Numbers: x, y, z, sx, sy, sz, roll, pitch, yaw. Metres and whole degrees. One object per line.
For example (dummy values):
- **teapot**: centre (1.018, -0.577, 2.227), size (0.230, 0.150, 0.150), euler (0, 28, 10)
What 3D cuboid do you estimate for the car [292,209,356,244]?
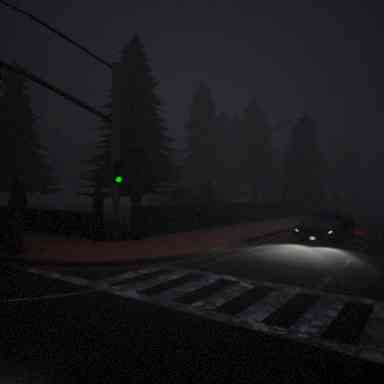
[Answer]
- **car**: centre (6.581, 1.551, 16.129), size (2.033, 1.411, 5.357), euler (0, 0, 35)
